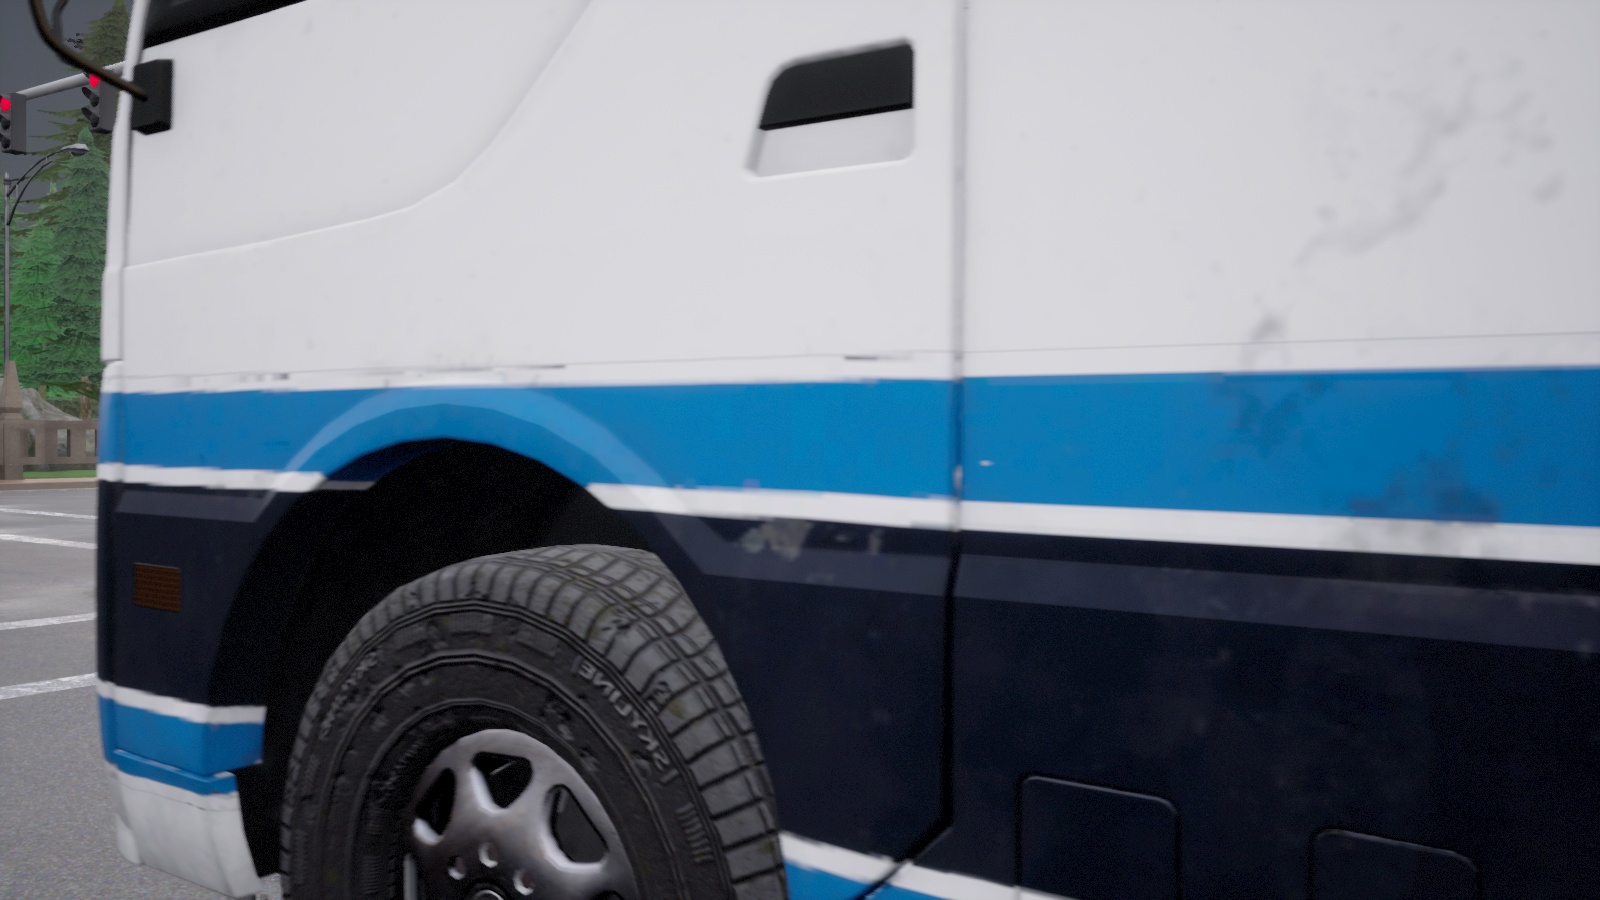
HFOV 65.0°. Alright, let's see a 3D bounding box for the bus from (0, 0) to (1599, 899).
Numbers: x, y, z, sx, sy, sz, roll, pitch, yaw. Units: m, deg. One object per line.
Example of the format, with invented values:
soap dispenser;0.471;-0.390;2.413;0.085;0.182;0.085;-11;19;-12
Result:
bus;2.747;-0.694;1.772;10.273;4.253;3.944;0;1;34
